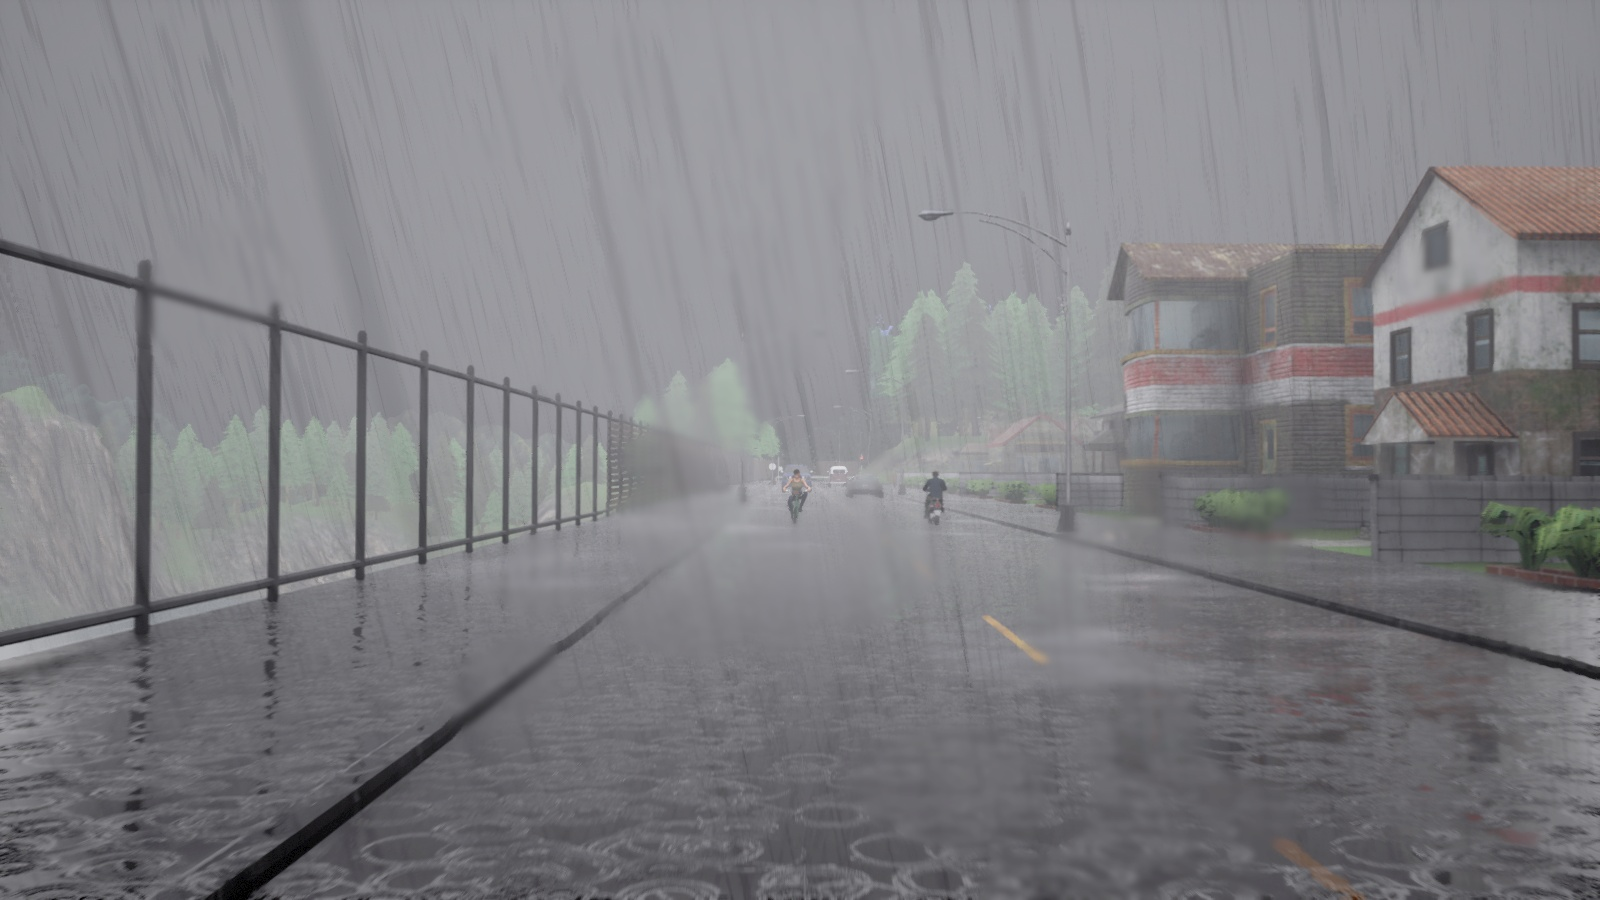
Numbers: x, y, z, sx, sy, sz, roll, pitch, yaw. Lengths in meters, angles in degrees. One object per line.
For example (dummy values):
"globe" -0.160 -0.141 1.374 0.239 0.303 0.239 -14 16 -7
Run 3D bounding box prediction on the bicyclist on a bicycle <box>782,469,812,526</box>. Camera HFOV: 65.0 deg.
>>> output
"bicyclist on a bicycle" -0.082 1.358 36.201 0.866 1.612 1.509 0 -1 0

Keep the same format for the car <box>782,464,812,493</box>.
"car" -0.226 2.102 93.624 2.150 2.045 5.566 0 -1 0

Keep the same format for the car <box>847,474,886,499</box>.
"car" 3.825 2.085 72.980 1.994 1.385 4.181 0 -1 0

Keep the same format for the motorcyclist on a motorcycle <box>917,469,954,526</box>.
"motorcyclist on a motorcycle" 3.914 1.363 36.455 0.866 1.590 1.817 0 -1 0
